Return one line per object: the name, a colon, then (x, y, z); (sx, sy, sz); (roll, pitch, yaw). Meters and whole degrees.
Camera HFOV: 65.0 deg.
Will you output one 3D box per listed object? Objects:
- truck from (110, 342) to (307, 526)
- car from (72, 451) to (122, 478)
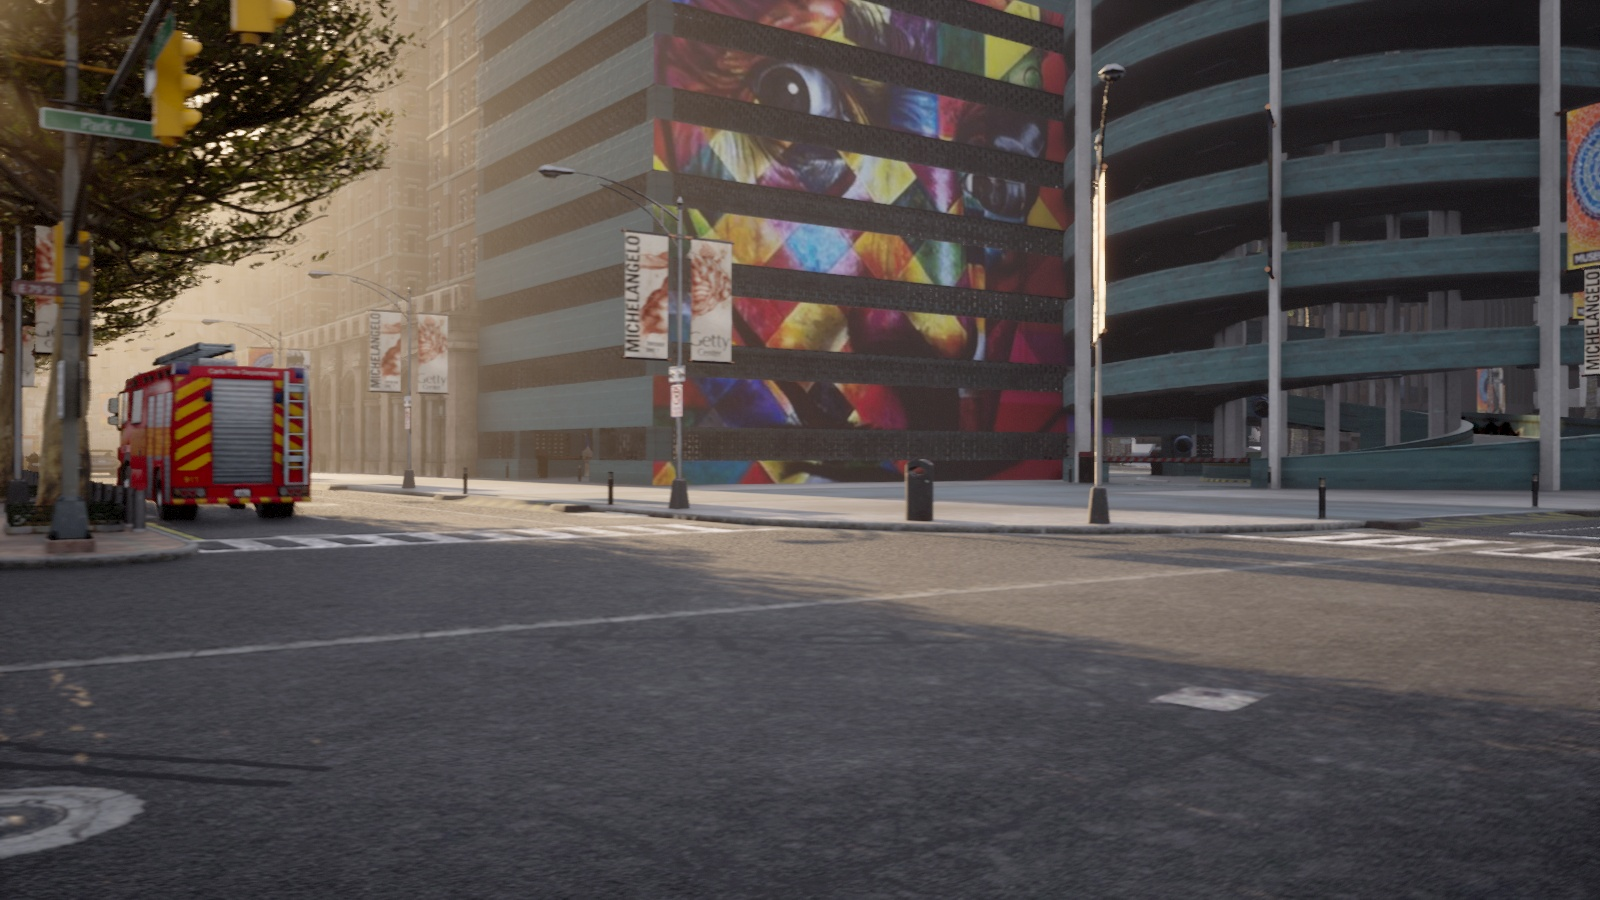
truck: (-14.530, -0.314, 30.420); (2.891, 3.827, 8.468); (0, 0, -35)
car: (-43.739, 0.873, 78.100); (2.242, 1.667, 4.611); (0, 0, -35)
